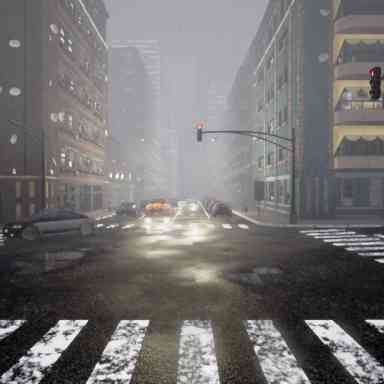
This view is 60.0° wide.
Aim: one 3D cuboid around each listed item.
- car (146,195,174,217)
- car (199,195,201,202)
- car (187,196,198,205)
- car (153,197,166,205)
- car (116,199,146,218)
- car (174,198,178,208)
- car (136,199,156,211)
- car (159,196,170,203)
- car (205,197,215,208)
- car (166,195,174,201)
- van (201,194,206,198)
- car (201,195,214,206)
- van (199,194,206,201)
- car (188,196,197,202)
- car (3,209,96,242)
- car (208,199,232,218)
[{"bbox_3d":[-3.078,1.354,31.103,2.097,1.767,4.553,0,0,0],"label":"car"},{"bbox_3d":[2.717,1.581,57.967,1.947,1.339,4.313,0,0,0],"label":"car"},{"bbox_3d":[0.034,1.542,59.806,1.812,1.442,4.674,0,0,0],"label":"car"},{"bbox_3d":[-5.664,1.560,57.984,1.887,1.381,4.507,0,0,0],"label":"car"},{"bbox_3d":[-5.679,1.568,30.366,1.947,1.339,4.313,0,0,0],"label":"car"},{"bbox_3d":[-3.037,1.558,49.940,2.033,1.411,5.357,0,0,0],"label":"car"},{"bbox_3d":[-5.673,1.572,41.413,1.947,1.339,4.313,0,0,0],"label":"car"},{"bbox_3d":[-5.657,1.604,69.030,1.802,1.307,4.206,0,0,0],"label":"car"},{"bbox_3d":[2.705,1.570,35.873,1.947,1.339,4.313,0,0,0],"label":"car"},{"bbox_3d":[-5.649,1.561,85.431,1.752,1.417,4.829,0,0,0],"label":"car"},{"bbox_3d":[2.712,1.353,52.443,1.690,1.788,3.998,0,0,0],"label":"van"},{"bbox_3d":[2.711,1.553,46.919,1.887,1.381,4.507,0,0,0],"label":"car"},{"bbox_3d":[2.730,1.377,85.584,1.690,1.788,3.998,-1,0,0],"label":"van"},{"bbox_3d":[0.040,1.450,69.842,1.895,1.301,4.718,0,0,0],"label":"car"},{"bbox_3d":[-6.970,1.574,16.552,4.181,1.385,1.994,-1,0,-42],"label":"car"},{"bbox_3d":[2.702,1.584,30.349,1.802,1.307,4.206,0,0,0],"label":"car"}]
